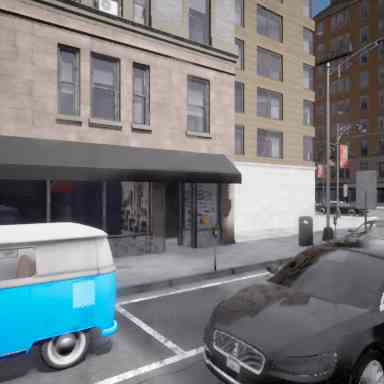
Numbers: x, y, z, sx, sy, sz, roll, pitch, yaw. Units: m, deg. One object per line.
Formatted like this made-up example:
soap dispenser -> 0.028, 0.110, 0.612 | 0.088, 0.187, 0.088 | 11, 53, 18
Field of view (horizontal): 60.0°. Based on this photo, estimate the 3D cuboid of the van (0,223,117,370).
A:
van -> -2.941, 1.341, 4.092 | 3.998, 1.788, 1.690 | 0, 0, -35

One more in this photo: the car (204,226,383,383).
car -> 2.396, 1.505, 4.776 | 4.892, 1.490, 1.837 | 0, 0, -35

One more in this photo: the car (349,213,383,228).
car -> 6.278, 1.551, 10.666 | 4.403, 1.369, 2.008 | 0, 0, -35

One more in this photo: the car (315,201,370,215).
car -> 13.814, 1.524, 30.933 | 1.895, 1.301, 4.718 | 0, 0, -35
